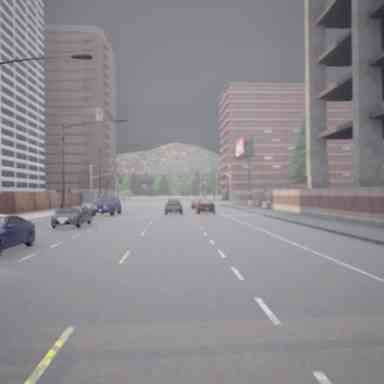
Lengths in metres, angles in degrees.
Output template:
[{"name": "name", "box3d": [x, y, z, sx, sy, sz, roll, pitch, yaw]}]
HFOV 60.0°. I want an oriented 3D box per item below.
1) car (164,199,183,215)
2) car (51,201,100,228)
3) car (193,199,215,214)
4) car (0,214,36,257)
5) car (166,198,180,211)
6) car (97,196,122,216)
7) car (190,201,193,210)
[{"name": "car", "box3d": [-1.952, 1.652, 35.949, 2.128, 1.511, 4.902, -1, 0, -3]}, {"name": "car", "box3d": [-8.414, 1.668, 23.675, 2.128, 1.511, 4.902, -1, 0, -3]}, {"name": "car", "box3d": [1.452, 1.608, 36.955, 1.882, 1.535, 5.008, -1, 0, -3]}, {"name": "car", "box3d": [-7.817, 1.656, 13.251, 1.812, 1.442, 4.674, -1, 0, -3]}, {"name": "car", "box3d": [-2.619, 1.716, 46.920, 1.837, 1.490, 4.892, -1, 0, -3]}, {"name": "car", "box3d": [-9.022, 1.449, 35.523, 2.150, 2.045, 5.566, -1, 0, 1]}, {"name": "car", "box3d": [0.876, 1.701, 47.103, 1.812, 1.442, 4.674, -1, 0, -3]}]
